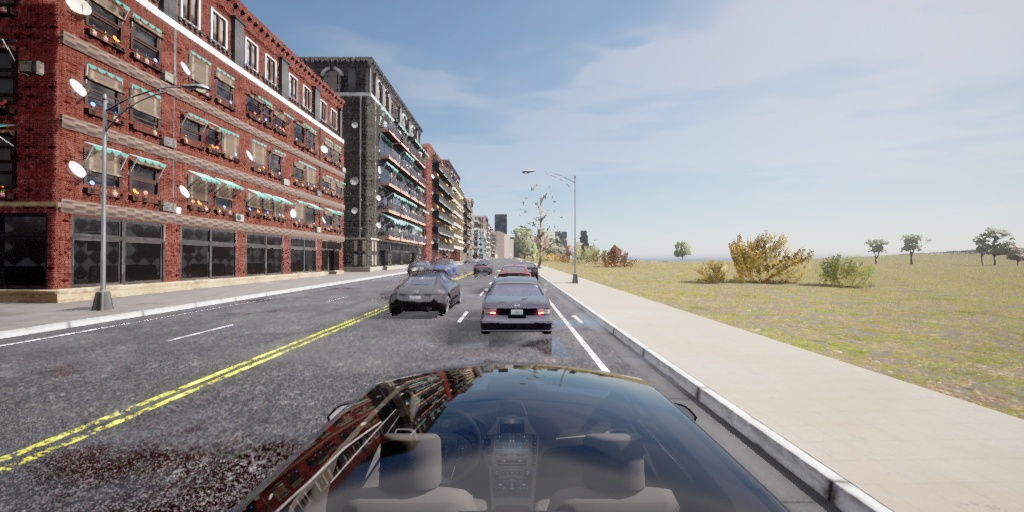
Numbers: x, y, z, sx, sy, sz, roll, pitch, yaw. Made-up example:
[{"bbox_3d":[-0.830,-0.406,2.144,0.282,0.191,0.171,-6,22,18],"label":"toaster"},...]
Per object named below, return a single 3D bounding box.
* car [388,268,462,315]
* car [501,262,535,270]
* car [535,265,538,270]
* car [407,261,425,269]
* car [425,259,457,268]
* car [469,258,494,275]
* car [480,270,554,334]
[{"bbox_3d":[-3.131,1.316,13.619,1.994,1.385,4.181,0,0,0],"label":"car"},{"bbox_3d":[0.139,1.231,21.085,1.882,1.535,5.008,0,0,0],"label":"car"},{"bbox_3d":[1.192,1.232,30.522,1.882,1.535,5.008,0,0,0],"label":"car"},{"bbox_3d":[-9.782,1.245,38.323,2.128,1.511,4.902,0,0,0],"label":"car"},{"bbox_3d":[-6.540,1.106,34.301,2.097,1.767,4.553,0,0,0],"label":"car"},{"bbox_3d":[-3.079,1.247,38.854,2.128,1.511,4.902,0,0,0],"label":"car"},{"bbox_3d":[0.115,1.299,10.545,2.033,1.411,5.357,0,0,0],"label":"car"}]
